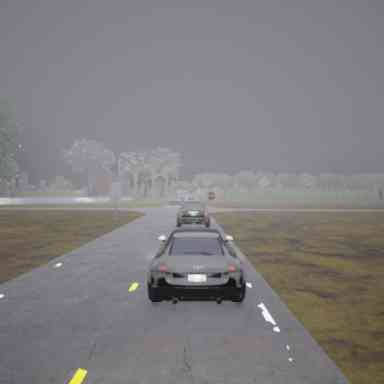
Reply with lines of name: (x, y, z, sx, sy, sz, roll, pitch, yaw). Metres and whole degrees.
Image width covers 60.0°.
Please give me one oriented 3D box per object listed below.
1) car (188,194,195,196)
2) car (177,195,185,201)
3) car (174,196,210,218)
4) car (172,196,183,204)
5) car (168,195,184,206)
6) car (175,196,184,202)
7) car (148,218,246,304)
car: (-0.083, 1.610, 90.342, 1.994, 1.385, 4.181, 0, 0, 0)
car: (-2.832, 1.545, 88.971, 1.882, 1.535, 5.008, 0, 0, 0)
car: (0.081, 1.389, 22.498, 2.097, 1.767, 4.553, 0, 0, 0)
car: (-2.829, 1.632, 67.449, 1.994, 1.385, 4.181, 0, 0, 0)
car: (-2.884, 1.418, 57.319, 2.097, 1.767, 4.553, 0, 0, 0)
car: (-2.821, 1.622, 77.340, 1.994, 1.385, 4.181, 0, 0, 0)
car: (0.094, 1.579, 8.218, 1.994, 1.385, 4.181, 0, 0, 0)
